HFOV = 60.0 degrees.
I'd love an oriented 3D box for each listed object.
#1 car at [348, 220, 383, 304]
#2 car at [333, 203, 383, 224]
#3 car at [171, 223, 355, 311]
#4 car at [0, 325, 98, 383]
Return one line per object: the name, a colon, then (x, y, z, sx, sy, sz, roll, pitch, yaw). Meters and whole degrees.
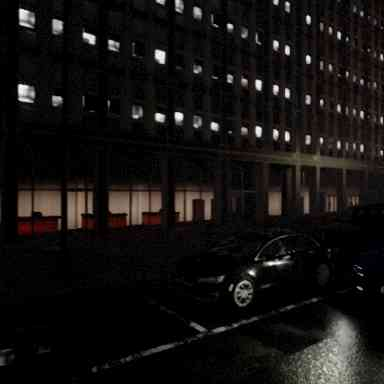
car: (5.512, 1.483, 7.361, 5.008, 1.535, 1.882, 0, 0, -36)
car: (6.082, 1.324, 10.954, 5.009, 1.841, 2.192, 0, 0, -36)
car: (1.589, 1.558, 7.717, 4.403, 1.369, 2.008, 0, 0, -36)
car: (-2.974, 1.551, 1.238, 5.357, 1.411, 2.033, 0, 0, -36)
